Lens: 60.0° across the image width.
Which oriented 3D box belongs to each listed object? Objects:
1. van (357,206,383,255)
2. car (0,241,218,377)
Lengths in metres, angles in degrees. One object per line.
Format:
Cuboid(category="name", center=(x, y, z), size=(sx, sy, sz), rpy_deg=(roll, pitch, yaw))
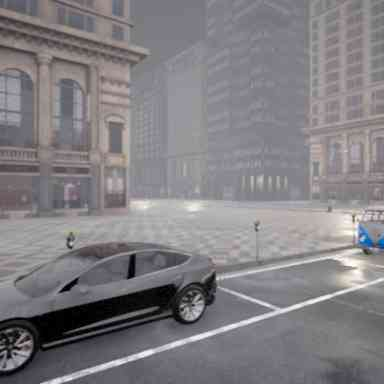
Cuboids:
Cuboid(category="van", center=(7.670, 1.378, 12.137), size=(3.998, 1.788, 1.690), rpy_deg=(0, 0, -36))
Cuboid(category="car", center=(-1.508, 1.573, 5.575), size=(4.313, 1.339, 1.947), rpy_deg=(0, 0, -36))
